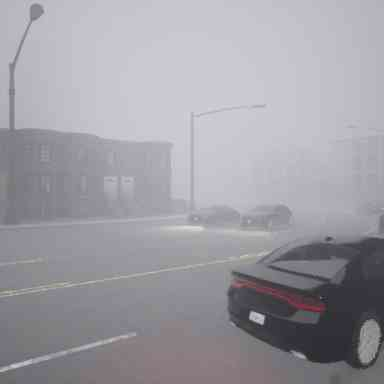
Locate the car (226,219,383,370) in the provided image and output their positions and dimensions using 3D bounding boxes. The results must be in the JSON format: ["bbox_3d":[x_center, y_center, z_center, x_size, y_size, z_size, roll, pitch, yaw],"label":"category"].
[{"bbox_3d":[2.854,1.477,5.796,5.008,1.535,1.882,0,0,-36],"label":"car"}]

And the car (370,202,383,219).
[{"bbox_3d":[11.588,1.492,18.251,2.128,1.511,4.902,0,0,38],"label":"car"}]

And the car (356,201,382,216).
[{"bbox_3d":[17.743,1.548,32.567,2.033,1.411,5.357,0,0,10],"label":"car"}]

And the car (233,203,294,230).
[{"bbox_3d":[4.896,1.506,21.251,1.837,1.490,4.892,0,0,40],"label":"car"}]

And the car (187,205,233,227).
[{"bbox_3d":[1.611,1.565,22.982,1.994,1.385,4.181,0,0,43],"label":"car"}]
